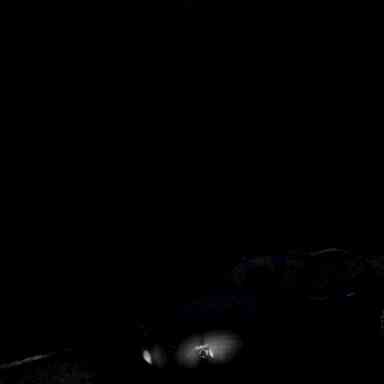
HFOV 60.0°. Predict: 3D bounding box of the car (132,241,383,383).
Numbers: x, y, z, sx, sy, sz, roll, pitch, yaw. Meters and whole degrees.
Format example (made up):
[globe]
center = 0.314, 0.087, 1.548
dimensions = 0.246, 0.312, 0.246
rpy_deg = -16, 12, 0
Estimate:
[car]
center = 1.409, 1.543, 5.009
dimensions = 4.674, 1.442, 1.812
rpy_deg = 0, 0, -36
